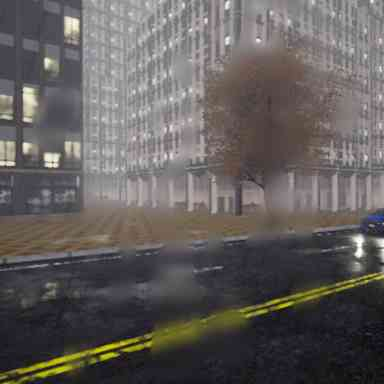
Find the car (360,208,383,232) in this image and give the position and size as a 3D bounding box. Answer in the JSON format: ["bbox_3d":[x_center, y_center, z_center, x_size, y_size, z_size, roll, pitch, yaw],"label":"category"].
[{"bbox_3d":[12.314,1.678,20.454,5.008,1.535,1.882,1,0,-35],"label":"car"}]
